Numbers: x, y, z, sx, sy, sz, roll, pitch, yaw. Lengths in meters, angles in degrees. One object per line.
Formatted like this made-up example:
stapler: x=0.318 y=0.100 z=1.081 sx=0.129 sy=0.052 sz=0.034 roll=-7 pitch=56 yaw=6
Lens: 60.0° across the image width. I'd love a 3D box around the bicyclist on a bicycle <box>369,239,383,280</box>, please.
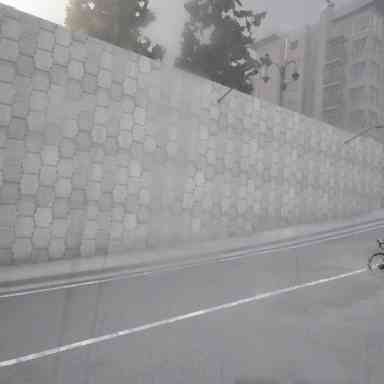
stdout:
bicyclist on a bicycle: x=5.069 y=1.417 z=8.012 sx=0.582 sy=1.620 sz=1.656 roll=-1 pitch=0 yaw=-35
